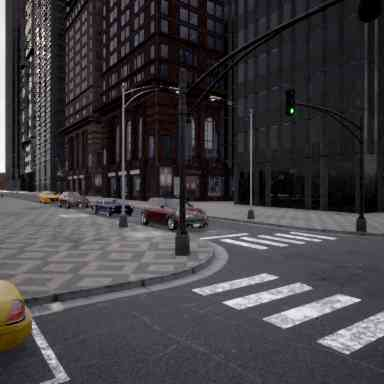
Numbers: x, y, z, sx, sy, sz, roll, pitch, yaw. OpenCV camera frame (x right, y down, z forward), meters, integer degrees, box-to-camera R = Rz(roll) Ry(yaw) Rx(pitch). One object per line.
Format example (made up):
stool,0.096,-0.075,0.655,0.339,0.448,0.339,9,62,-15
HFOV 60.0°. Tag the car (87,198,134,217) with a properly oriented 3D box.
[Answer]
car,-6.333,1.153,26.138,1.895,1.301,4.718,0,1,-36

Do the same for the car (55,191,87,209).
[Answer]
car,-12.203,0.723,34.288,2.097,1.767,4.553,0,1,-36

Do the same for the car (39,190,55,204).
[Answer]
car,-18.276,0.668,42.773,1.882,1.535,5.008,0,1,-35

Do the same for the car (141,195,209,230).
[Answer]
car,-1.065,1.072,18.833,2.097,1.767,4.553,0,1,-36

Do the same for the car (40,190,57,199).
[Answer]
car,-24.731,0.466,57.116,1.812,1.442,4.674,0,1,-35

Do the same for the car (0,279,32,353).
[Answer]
car,-4.403,1.525,3.508,4.829,1.417,1.752,0,0,-35
